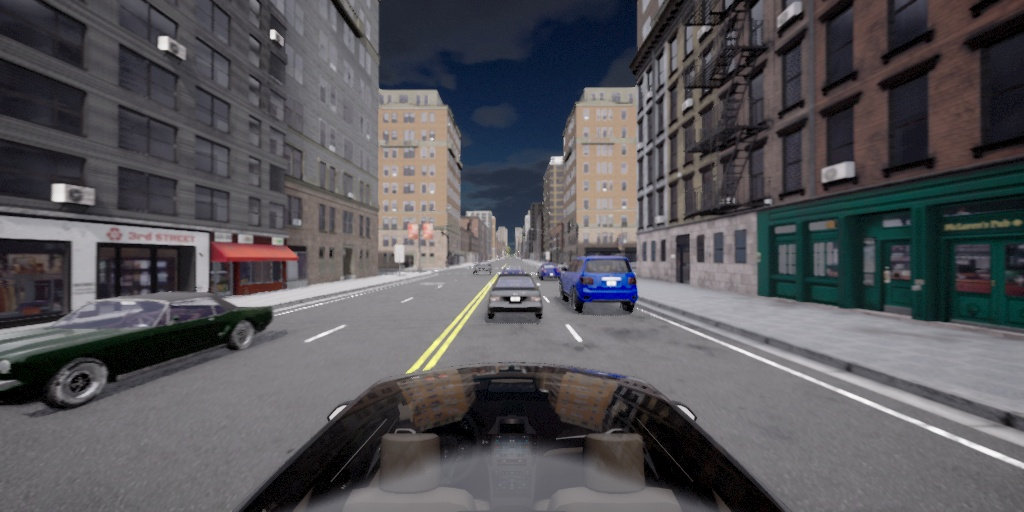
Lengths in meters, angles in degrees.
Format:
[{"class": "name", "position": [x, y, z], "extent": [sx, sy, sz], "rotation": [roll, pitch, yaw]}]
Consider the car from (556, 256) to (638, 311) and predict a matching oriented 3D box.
[{"class": "car", "position": [3.348, 1.019, 14.745], "extent": [2.150, 2.045, 5.566], "rotation": [0, 0, 0]}]

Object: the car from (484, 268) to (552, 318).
[{"class": "car", "position": [0.099, 1.339, 13.218], "extent": [2.033, 1.411, 5.357], "rotation": [0, 0, 0]}]

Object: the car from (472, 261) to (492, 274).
[{"class": "car", "position": [-3.247, 1.247, 40.187], "extent": [1.994, 1.385, 4.181], "rotation": [0, 0, 0]}]

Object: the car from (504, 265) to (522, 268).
[{"class": "car", "position": [0.102, 1.455, 30.924], "extent": [1.895, 1.301, 4.718], "rotation": [0, 0, 0]}]

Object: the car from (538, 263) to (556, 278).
[{"class": "car", "position": [3.351, 1.386, 32.578], "extent": [1.812, 1.442, 4.674], "rotation": [0, 0, 0]}]

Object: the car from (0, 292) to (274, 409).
[{"class": "car", "position": [-6.601, 1.368, 6.298], "extent": [1.895, 1.301, 4.718], "rotation": [0, 0, 0]}]
